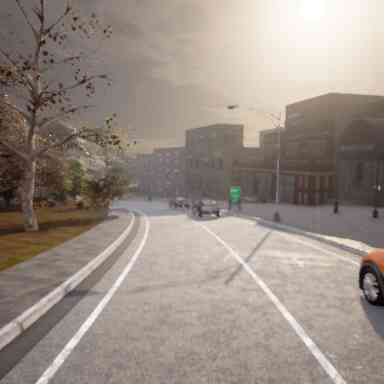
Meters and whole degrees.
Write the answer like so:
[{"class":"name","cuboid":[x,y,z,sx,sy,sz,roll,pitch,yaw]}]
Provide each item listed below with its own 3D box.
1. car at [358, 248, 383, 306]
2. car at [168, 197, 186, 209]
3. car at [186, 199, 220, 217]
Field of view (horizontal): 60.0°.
[{"class":"car","cuboid":[4.546,1.353,5.160,2.097,1.767,4.553,0,0,0]},{"class":"car","cuboid":[-1.762,1.390,42.569,1.837,1.490,4.892,-1,1,-16]},{"class":"car","cuboid":[1.155,1.402,29.804,2.128,1.511,4.902,-1,0,-10]}]
